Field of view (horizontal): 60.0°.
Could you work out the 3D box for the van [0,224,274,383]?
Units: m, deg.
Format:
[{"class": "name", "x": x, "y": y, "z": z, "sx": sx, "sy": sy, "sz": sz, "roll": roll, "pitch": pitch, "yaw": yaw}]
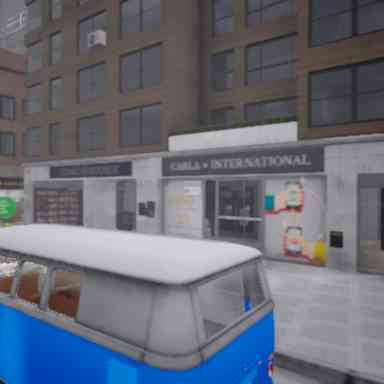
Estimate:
[{"class": "van", "x": -1.116, "y": 1.327, "z": 3.644, "sx": 3.998, "sy": 1.788, "sz": 1.690, "roll": 0, "pitch": 0, "yaw": 36}]
